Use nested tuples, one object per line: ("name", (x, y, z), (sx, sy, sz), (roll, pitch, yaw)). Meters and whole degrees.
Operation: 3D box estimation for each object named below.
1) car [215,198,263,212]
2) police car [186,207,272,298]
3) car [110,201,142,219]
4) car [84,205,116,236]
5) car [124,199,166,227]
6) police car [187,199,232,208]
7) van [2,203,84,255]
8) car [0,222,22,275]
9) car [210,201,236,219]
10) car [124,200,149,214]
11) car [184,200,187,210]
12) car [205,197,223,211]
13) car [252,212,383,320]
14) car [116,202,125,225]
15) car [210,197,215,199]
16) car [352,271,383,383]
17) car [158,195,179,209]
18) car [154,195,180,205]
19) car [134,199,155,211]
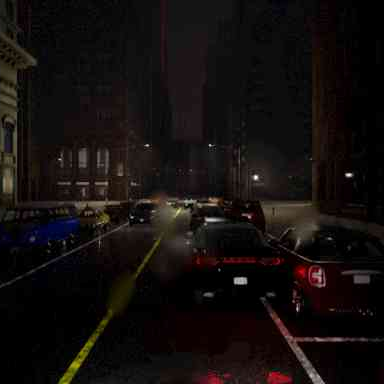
("car", (2.728, 1.316, 18.590), (2.192, 1.841, 5.009), (0, 0, 0))
("police car", (0.886, 1.424, 8.680), (1.930, 1.638, 5.238), (0, 0, 0))
("car", (-5.814, 1.571, 29.847), (1.947, 1.339, 4.313), (0, 0, 0))
("car", (-5.796, 1.526, 18.404), (1.752, 1.417, 4.829), (0, 0, 0))
("car", (-3.136, 1.507, 23.134), (1.837, 1.490, 4.892), (0, 0, 0))
("police car", (0.838, 1.426, 18.680), (1.930, 1.638, 5.238), (0, 0, 0))
("van", (-5.788, 1.341, 12.937), (1.690, 1.788, 3.998), (0, 0, 0))
("car", (-5.778, 1.581, 7.301), (1.802, 1.307, 4.206), (0, 0, 0))
("car", (2.711, 1.571, 29.863), (1.947, 1.339, 4.313), (0, 0, 0))
("car", (-5.823, 1.575, 35.483), (1.947, 1.339, 4.313), (0, 0, 0))
("car", (-0.068, 1.615, 42.973), (1.895, 1.301, 4.718), (0, 0, 0))
("car", (2.693, 1.453, 41.135), (1.967, 1.590, 4.097), (0, 0, 0))
("car", (2.747, 1.439, 7.319), (1.967, 1.590, 4.097), (0, 0, 0))
("car", (-5.804, 1.585, 24.211), (1.802, 1.307, 4.206), (0, 0, 0))
("car", (2.719, 1.318, 24.227), (2.192, 1.841, 5.009), (0, 0, 0))
("car", (2.756, 1.582, 1.683), (1.802, 1.307, 4.206), (0, 0, 0))
("car", (-3.074, 1.509, 46.726), (2.128, 1.511, 4.902), (0, 0, 0))
("car", (-4.537, 1.393, 60.110), (4.553, 1.767, 2.097), (0, 0, 38))
("car", (-5.832, 1.563, 41.120), (2.008, 1.369, 4.403), (0, 0, 0))
